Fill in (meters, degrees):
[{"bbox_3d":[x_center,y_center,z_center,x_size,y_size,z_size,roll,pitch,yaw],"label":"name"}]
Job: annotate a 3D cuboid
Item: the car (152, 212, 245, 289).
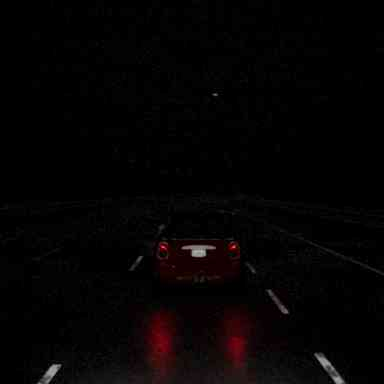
[{"bbox_3d":[0.097,1.348,9.376,2.097,1.767,4.553,0,0,-1],"label":"car"}]
